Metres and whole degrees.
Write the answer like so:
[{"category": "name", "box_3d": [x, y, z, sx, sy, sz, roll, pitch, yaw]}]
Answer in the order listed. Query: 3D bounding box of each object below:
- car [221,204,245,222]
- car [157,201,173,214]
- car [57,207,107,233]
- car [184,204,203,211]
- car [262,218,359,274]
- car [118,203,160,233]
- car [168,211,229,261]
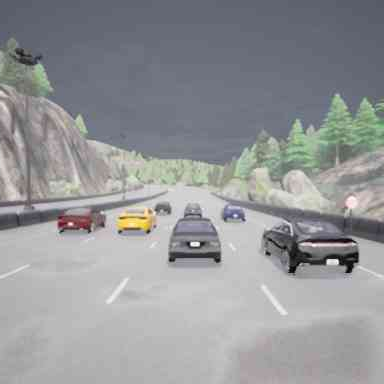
[{"category": "car", "box_3d": [3.608, 1.827, 29.870, 1.812, 1.442, 4.674, 0, -1, 0]}, {"category": "car", "box_3d": [-3.389, 1.873, 39.724, 1.837, 1.490, 4.892, 0, 0, 0]}, {"category": "car", "box_3d": [-6.894, 1.699, 21.360, 1.882, 1.535, 5.008, 0, -1, 0]}, {"category": "car", "box_3d": [0.109, 1.882, 34.020, 2.033, 1.411, 5.357, 0, 0, 0]}, {"category": "car", "box_3d": [3.604, 1.605, 10.940, 2.128, 1.511, 4.902, 0, -1, 0]}, {"category": "car", "box_3d": [-3.394, 1.698, 21.267, 1.882, 1.535, 5.008, 0, -1, 0]}, {"category": "car", "box_3d": [0.098, 1.681, 12.764, 2.033, 1.411, 5.357, 0, -1, 0]}]
